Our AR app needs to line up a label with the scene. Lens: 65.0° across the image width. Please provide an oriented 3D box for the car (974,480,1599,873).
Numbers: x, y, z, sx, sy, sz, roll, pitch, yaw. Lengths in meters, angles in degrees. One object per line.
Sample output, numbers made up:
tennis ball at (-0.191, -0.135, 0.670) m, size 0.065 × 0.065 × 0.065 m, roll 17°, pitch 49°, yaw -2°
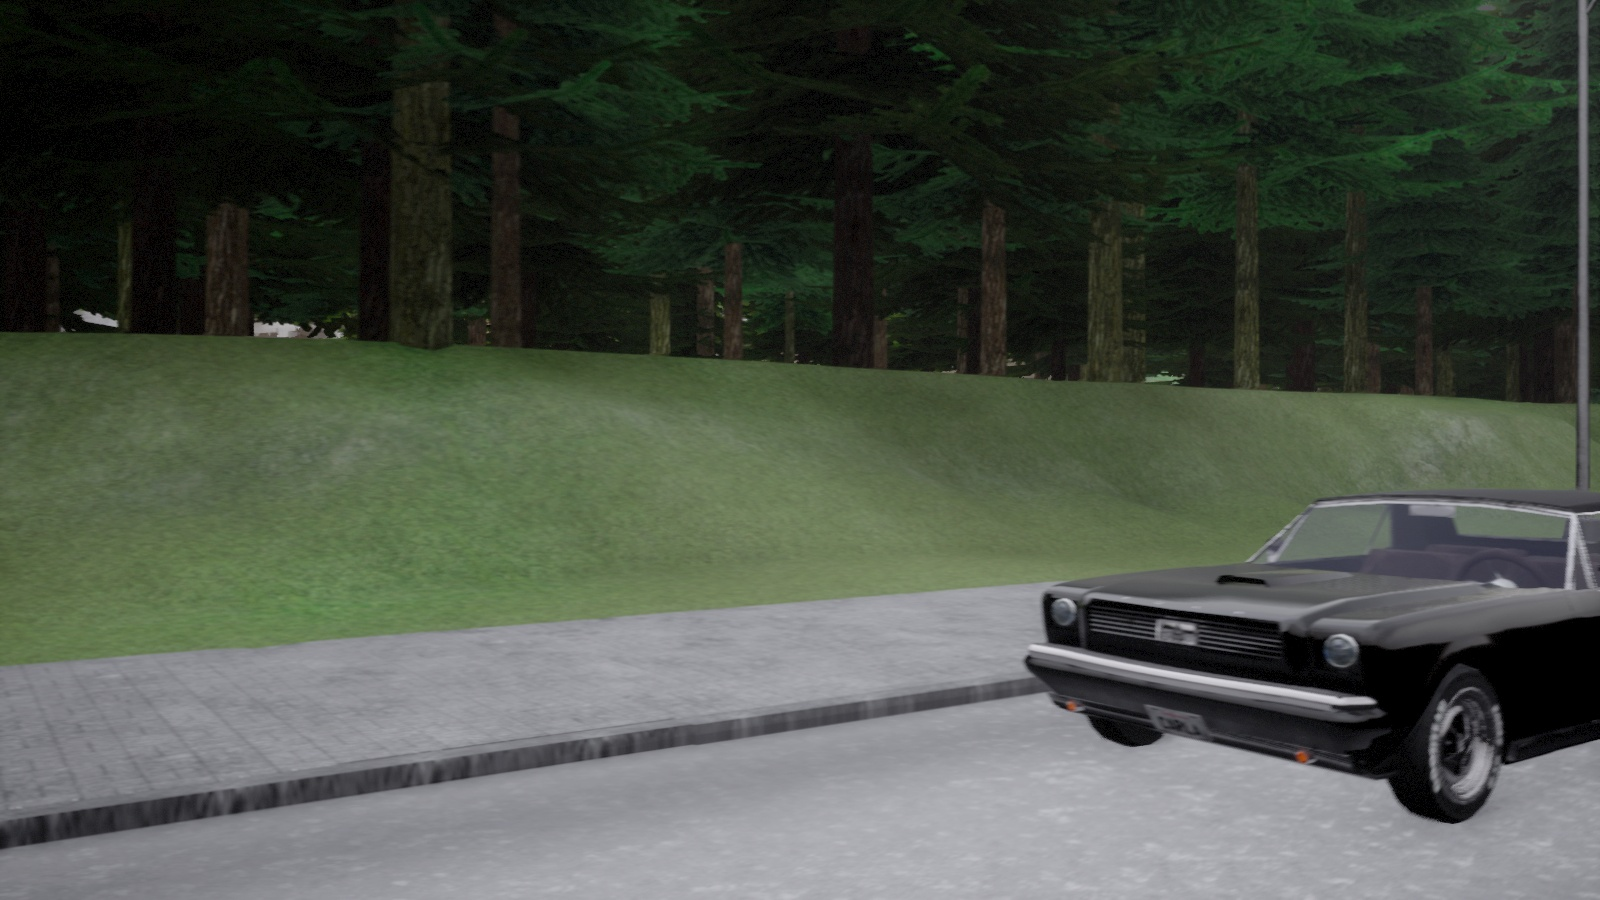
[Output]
car at (3.312, 0.854, 6.586) m, size 4.718 × 1.301 × 1.895 m, roll 0°, pitch 0°, yaw -35°
